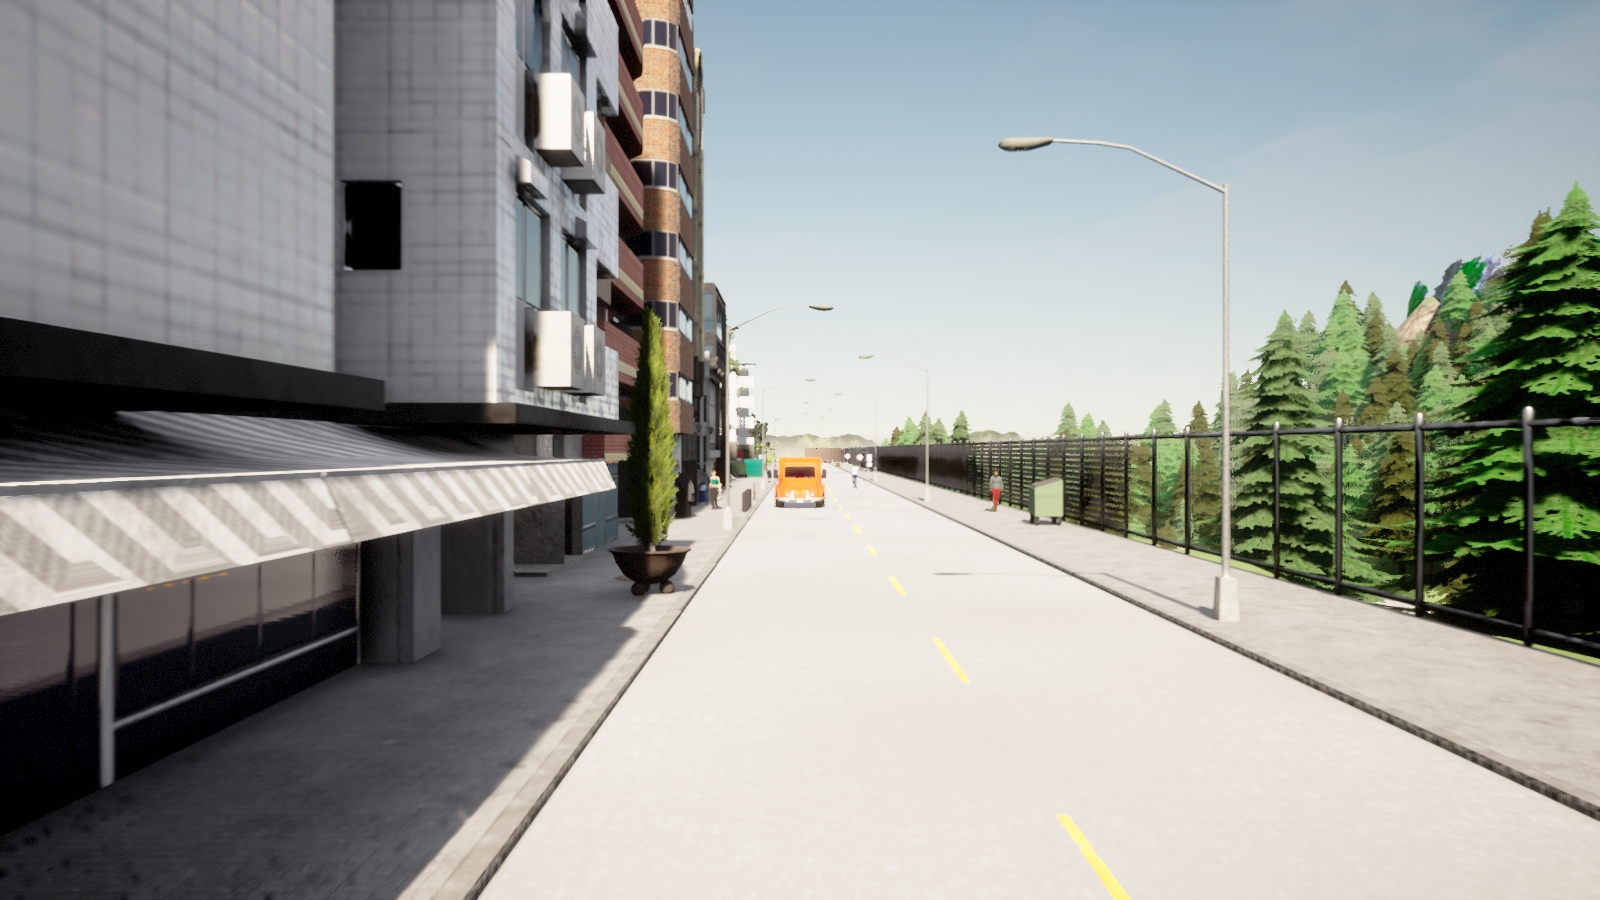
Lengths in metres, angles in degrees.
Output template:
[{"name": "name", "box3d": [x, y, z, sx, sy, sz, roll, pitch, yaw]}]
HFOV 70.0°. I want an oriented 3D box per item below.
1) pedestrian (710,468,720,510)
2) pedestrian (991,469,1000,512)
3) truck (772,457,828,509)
[{"name": "pedestrian", "box3d": [-3.835, 1.746, 51.407, 0.375, 1.860, 0.375, 0, 0, 12]}, {"name": "pedestrian", "box3d": [8.445, 1.746, 49.343, 0.375, 1.860, 0.375, 0, 0, 7]}, {"name": "truck", "box3d": [-0.004, 1.574, 56.357, 2.627, 2.467, 5.204, 0, 0, 0]}]
